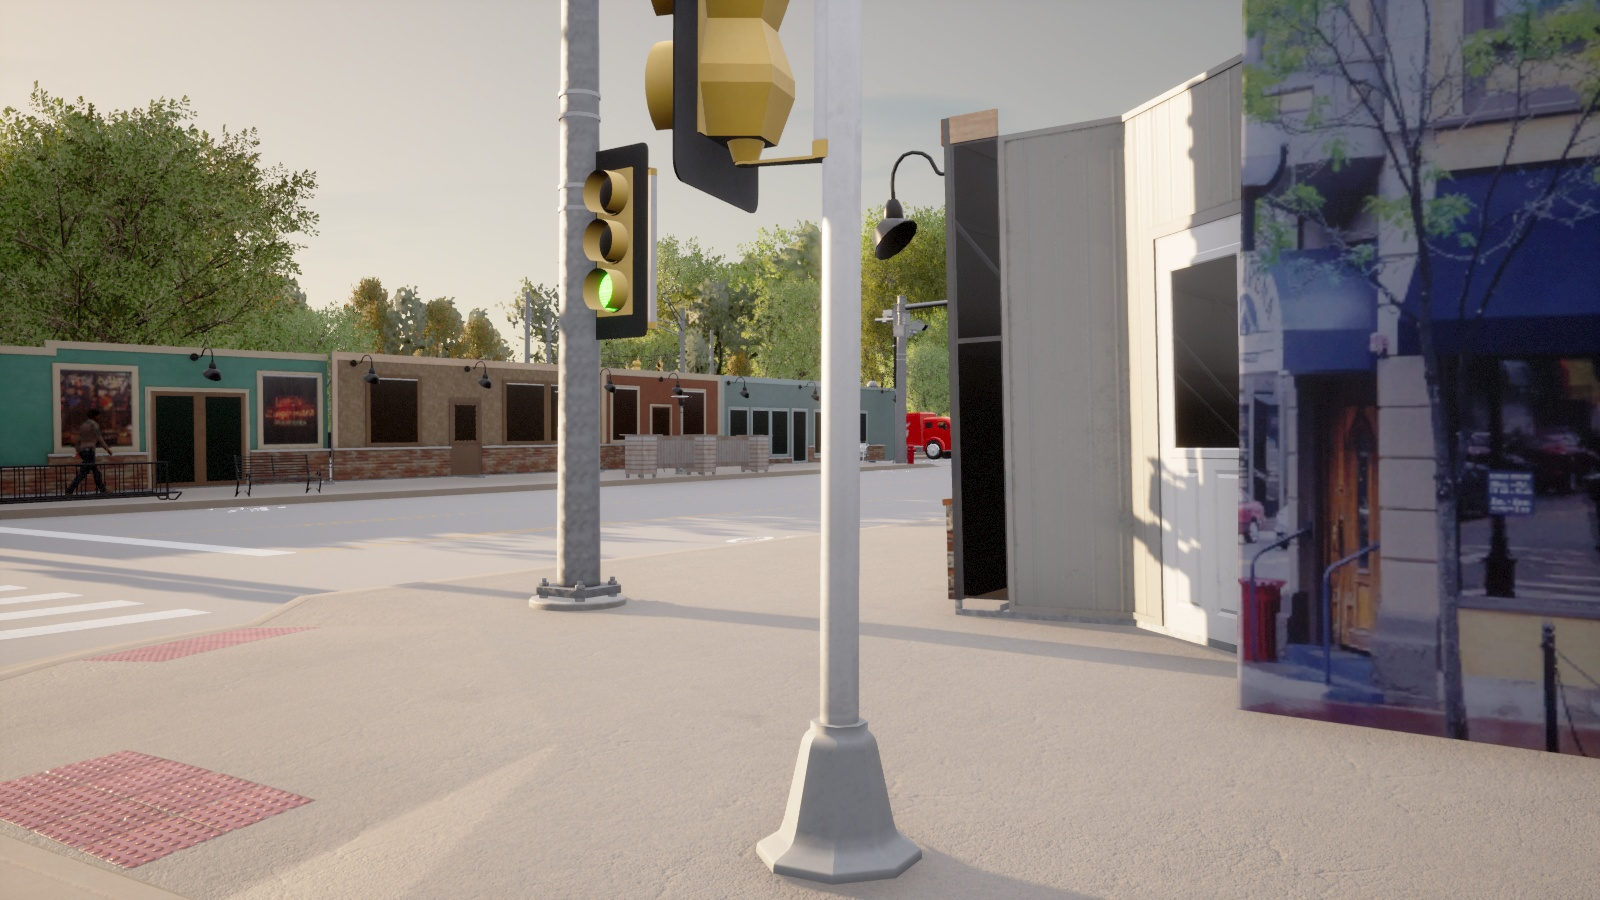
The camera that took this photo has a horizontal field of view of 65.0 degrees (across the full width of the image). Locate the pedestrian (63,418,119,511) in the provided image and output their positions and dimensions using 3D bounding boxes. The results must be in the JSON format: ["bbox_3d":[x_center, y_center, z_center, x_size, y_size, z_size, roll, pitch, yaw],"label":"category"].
[{"bbox_3d":[-13.954,0.270,24.724,0.328,1.805,0.869,0,1,34],"label":"pedestrian"}]

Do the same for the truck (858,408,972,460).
[{"bbox_3d":[6.028,-0.823,65.672,5.204,2.467,2.627,-3,0,29],"label":"truck"}]
